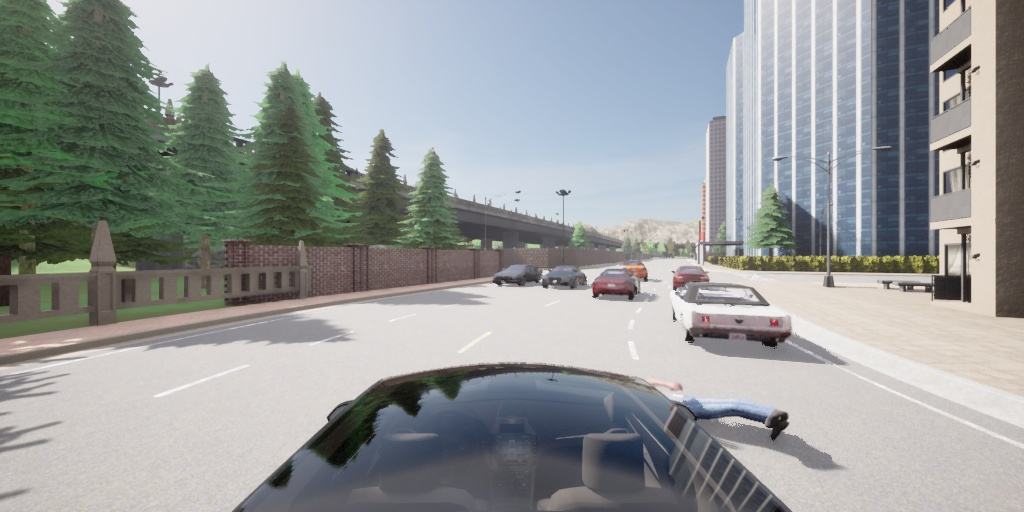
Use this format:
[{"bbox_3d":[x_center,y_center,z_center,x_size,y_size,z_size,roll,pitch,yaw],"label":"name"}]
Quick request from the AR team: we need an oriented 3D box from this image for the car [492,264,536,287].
[{"bbox_3d":[0.607,1.297,25.150,2.033,1.411,5.357,0,0,26],"label":"car"}]

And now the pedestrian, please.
[{"bbox_3d":[2.110,1.808,4.264,1.860,0.375,0.375,0,4,34],"label":"pedestrian"}]

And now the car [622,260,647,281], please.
[{"bbox_3d":[10.240,1.102,30.774,2.097,1.767,4.553,0,0,13],"label":"car"}]

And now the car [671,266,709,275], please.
[{"bbox_3d":[10.284,1.275,20.692,1.812,1.442,4.674,0,0,25],"label":"car"}]

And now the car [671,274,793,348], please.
[{"bbox_3d":[5.335,1.350,9.417,1.895,1.301,4.718,0,0,19],"label":"car"}]

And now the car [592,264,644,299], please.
[{"bbox_3d":[5.397,1.313,18.311,1.994,1.385,4.181,0,0,24],"label":"car"}]

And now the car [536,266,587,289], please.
[{"bbox_3d":[3.381,1.314,22.859,1.994,1.385,4.181,0,0,26],"label":"car"}]
